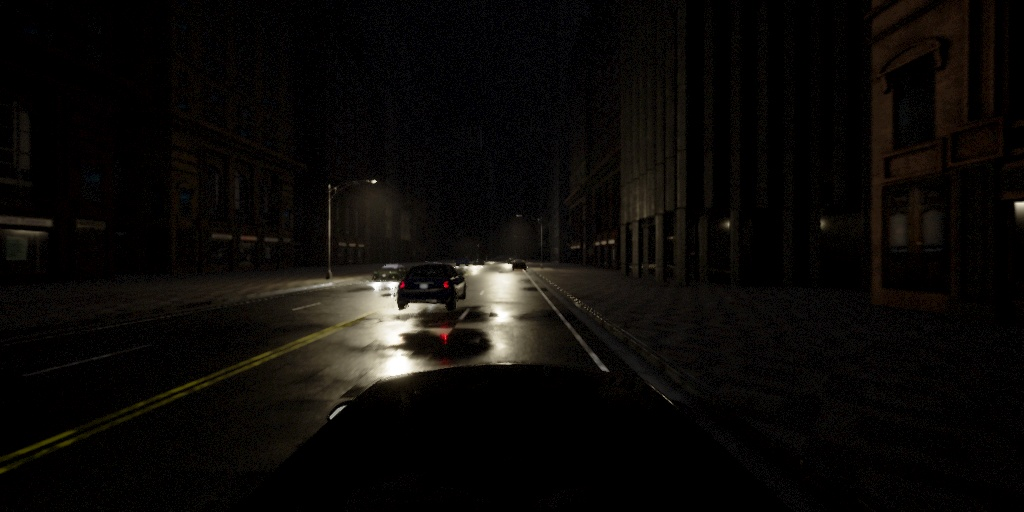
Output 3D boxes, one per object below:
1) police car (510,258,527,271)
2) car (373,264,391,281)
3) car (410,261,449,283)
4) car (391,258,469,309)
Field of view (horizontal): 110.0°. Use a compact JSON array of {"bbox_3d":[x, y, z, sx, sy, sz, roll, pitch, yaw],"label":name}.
[{"bbox_3d":[0.973,1.188,49.379,1.930,1.638,5.238,0,0,0],"label":"police car"},{"bbox_3d":[-9.845,1.315,29.553,1.994,1.385,4.181,0,0,0],"label":"car"},{"bbox_3d":[-6.595,1.242,29.259,2.128,1.511,4.902,0,0,0],"label":"car"},{"bbox_3d":[-3.151,1.101,14.935,2.097,1.767,4.553,0,0,0],"label":"car"}]
